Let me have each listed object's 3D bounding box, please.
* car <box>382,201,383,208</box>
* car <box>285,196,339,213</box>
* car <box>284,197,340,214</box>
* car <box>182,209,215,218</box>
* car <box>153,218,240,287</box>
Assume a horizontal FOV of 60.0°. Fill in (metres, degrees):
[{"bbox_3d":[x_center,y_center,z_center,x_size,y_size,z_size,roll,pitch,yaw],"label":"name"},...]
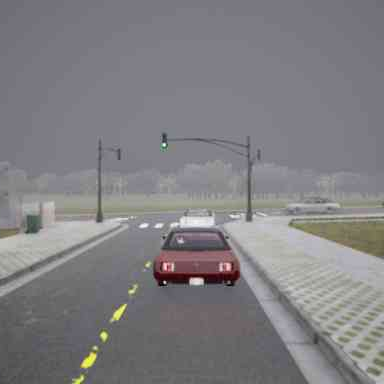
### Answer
[{"bbox_3d":[22.048,0.841,34.114,4.553,1.767,2.097,-1,-1,2],"label":"car"},{"bbox_3d":[12.369,1.286,34.475,4.892,1.490,1.837,-2,-1,1],"label":"car"},{"bbox_3d":[11.126,1.356,31.240,4.718,1.301,1.895,-2,-1,1],"label":"car"},{"bbox_3d":[0.465,1.662,20.299,1.895,1.301,4.718,0,0,5],"label":"car"},{"bbox_3d":[0.103,1.625,9.297,1.895,1.301,4.718,0,0,0],"label":"car"}]
